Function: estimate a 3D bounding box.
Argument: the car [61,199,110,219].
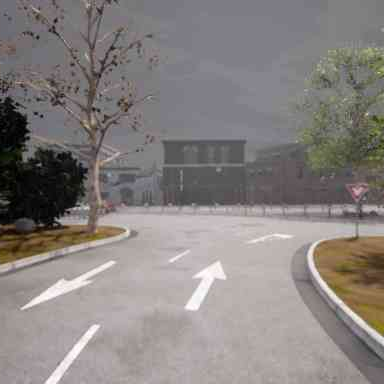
[{"bbox_3d":[-10.235,1.671,30.157,4.674,1.442,1.812,-1,0,2],"label":"car"}]

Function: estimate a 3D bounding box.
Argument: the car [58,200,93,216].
[{"bbox_3d":[-12.975,1.690,37.516,2.097,1.535,5.008,-1,0,1],"label":"car"}]

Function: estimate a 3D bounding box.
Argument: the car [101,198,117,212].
[{"bbox_3d":[-9.943,1.501,37.447,2.185,1.767,4.553,-1,0,1],"label":"car"}]
